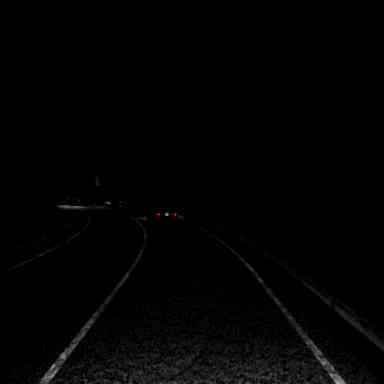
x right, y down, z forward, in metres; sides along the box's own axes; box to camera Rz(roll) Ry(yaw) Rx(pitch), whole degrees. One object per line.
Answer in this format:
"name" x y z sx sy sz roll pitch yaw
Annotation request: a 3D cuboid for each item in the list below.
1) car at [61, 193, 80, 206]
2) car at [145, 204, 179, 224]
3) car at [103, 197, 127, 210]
"car" -17.116 0.934 45.930 2.097 1.767 4.553 5 -1 -38
"car" -2.362 1.585 25.204 2.033 1.411 5.357 2 0 -15
"car" -9.570 1.426 41.371 2.128 1.511 4.902 4 -1 -31
